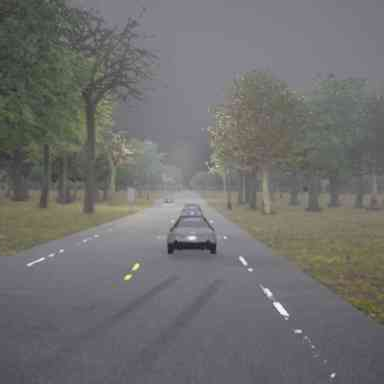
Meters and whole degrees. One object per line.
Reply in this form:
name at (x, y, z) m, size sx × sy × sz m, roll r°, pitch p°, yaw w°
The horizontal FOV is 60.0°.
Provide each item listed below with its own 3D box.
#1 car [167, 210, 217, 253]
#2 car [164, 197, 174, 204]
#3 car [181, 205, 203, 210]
car at (0.002, 1.694, 14.313) m, size 1.994 × 1.385 × 4.181 m, roll 0°, pitch 0°, yaw 0°
car at (-4.998, 1.797, 72.434) m, size 2.128 × 1.511 × 4.902 m, roll 0°, pitch 0°, yaw -7°
car at (-0.003, 1.796, 28.994) m, size 2.033 × 1.411 × 5.357 m, roll 0°, pitch 0°, yaw 0°
